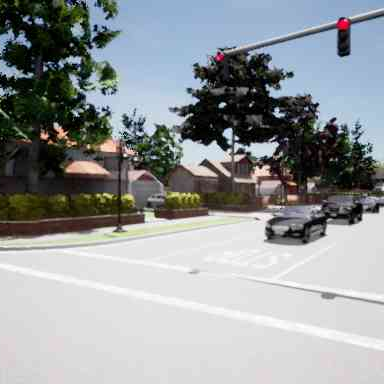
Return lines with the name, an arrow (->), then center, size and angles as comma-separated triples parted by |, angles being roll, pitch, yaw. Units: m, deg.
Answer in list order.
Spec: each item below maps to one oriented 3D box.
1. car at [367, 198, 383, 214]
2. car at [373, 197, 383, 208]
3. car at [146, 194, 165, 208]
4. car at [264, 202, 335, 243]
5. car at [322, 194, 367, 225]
car -> 18.679, 1.446, 35.374 | 2.128, 1.511, 4.902 | 1, 0, 35
car -> 27.886, 1.553, 48.350 | 2.033, 1.411, 5.357 | 1, 0, 35
car -> -2.791, 0.981, 34.013 | 3.806, 1.475, 1.970 | 1, 0, 36
car -> 5.074, 1.448, 15.987 | 2.128, 1.511, 4.902 | 1, 0, 35
car -> 11.095, 1.177, 24.567 | 2.150, 2.045, 5.566 | 1, 0, 35
